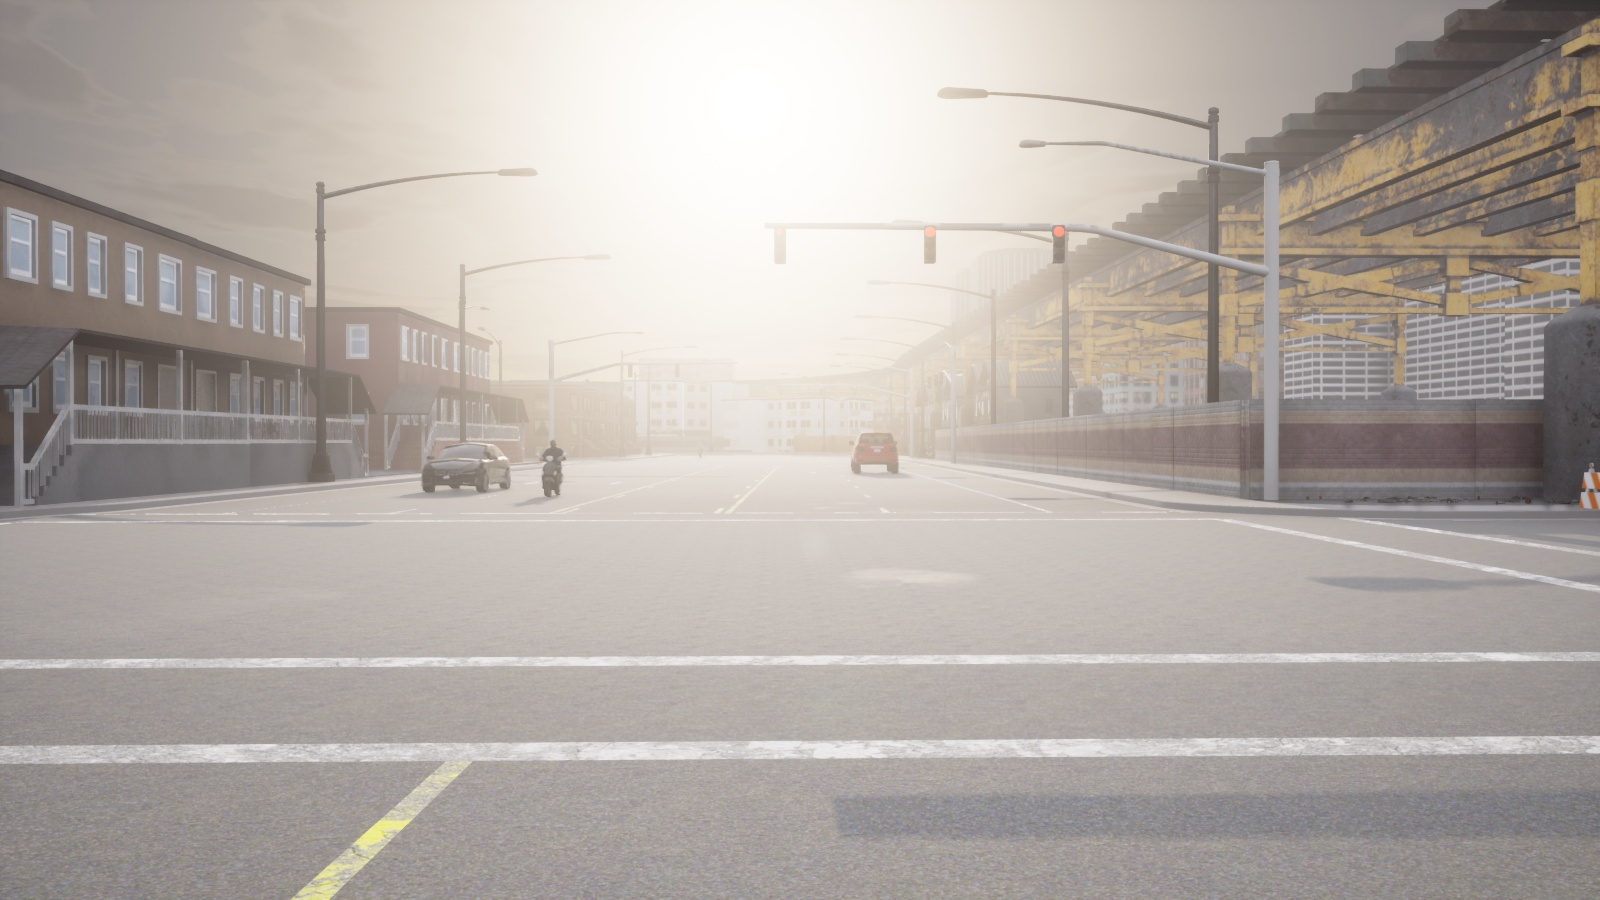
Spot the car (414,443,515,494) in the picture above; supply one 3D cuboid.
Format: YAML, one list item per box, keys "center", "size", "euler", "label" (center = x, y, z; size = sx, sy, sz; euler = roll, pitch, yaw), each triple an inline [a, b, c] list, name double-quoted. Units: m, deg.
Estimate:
- center: [-10.368, 0.522, 39.171]
  size: [1.837, 1.490, 4.892]
  euler: [0, 0, 0]
  label: "car"

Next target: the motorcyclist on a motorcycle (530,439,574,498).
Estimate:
- center: [-6.879, 0.497, 34.887]
  size: [0.866, 1.590, 1.817]
  euler: [0, 0, 0]
  label: "motorcyclist on a motorcycle"

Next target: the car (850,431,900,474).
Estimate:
- center: [3.702, 0.113, 62.905]
  size: [2.150, 2.045, 5.566]
  euler: [0, 0, 0]
  label: "car"
